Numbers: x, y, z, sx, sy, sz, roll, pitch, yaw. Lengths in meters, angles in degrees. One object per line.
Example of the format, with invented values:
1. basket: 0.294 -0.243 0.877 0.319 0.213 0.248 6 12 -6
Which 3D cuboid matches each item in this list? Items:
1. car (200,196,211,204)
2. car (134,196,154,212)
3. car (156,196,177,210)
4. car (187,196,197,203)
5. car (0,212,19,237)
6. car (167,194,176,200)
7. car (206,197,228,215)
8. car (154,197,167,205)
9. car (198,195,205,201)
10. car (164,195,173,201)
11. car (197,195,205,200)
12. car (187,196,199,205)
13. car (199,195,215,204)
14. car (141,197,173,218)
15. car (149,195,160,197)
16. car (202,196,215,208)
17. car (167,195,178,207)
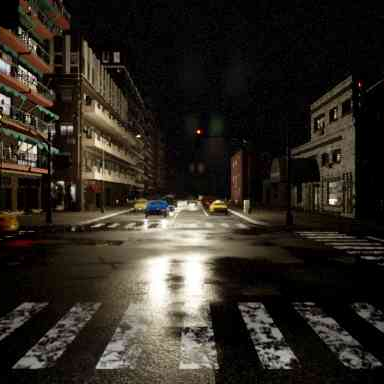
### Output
1. car: 2.624 1.613 67.037 2.008 1.369 4.403 0 0 0
2. car: -5.728 1.549 39.161 1.752 1.417 4.829 0 0 0
3. car: -3.123 1.550 39.940 1.812 1.442 4.674 0 0 0
4. car: -0.026 1.613 70.617 2.033 1.411 5.357 0 0 0
5. car: -10.880 1.462 15.618 5.008 1.535 1.882 0 0 0
6. car: -5.785 1.434 94.725 2.192 1.841 5.009 0 0 0
7. car: 2.658 1.544 33.972 1.752 1.417 4.829 0 0 0
8. car: -5.751 1.603 61.488 2.008 1.369 4.403 0 0 0
9. car: 2.600 1.632 89.364 1.752 1.417 4.829 0 0 0
10. car: -5.774 1.534 83.645 1.967 1.590 4.097 0 0 0
11. car: 2.594 1.670 94.733 2.008 1.369 4.403 0 0 0
12. car: 0.036 1.652 60.408 1.895 1.301 4.718 0 0 0
13. car: 2.642 1.351 50.420 2.192 1.841 5.009 0 0 0
14. car: -3.131 1.494 30.662 1.882 1.535 5.008 0 0 0
15. car: -5.739 1.351 50.410 2.192 1.841 5.009 0 0 0
16. car: 2.647 1.612 44.880 1.802 1.307 4.206 0 0 0
17. car: -3.126 1.541 50.008 1.837 1.490 4.892 0 0 0
